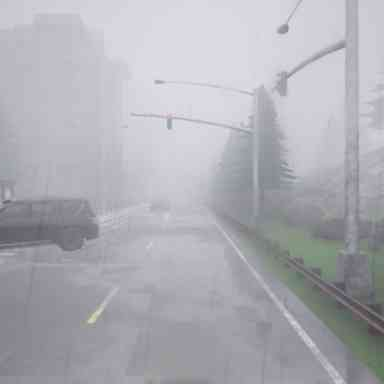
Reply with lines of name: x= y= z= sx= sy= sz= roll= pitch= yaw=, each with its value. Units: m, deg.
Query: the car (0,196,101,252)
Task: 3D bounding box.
car: x=-6.287 y=1.233 z=12.427 sx=5.566 sy=2.045 sz=2.150 roll=-1 pitch=4 yaw=-31

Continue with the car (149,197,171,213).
car: x=-3.511 y=1.314 z=37.321 sx=2.097 sy=1.767 sz=4.553 roll=0 pitch=0 yaw=0
